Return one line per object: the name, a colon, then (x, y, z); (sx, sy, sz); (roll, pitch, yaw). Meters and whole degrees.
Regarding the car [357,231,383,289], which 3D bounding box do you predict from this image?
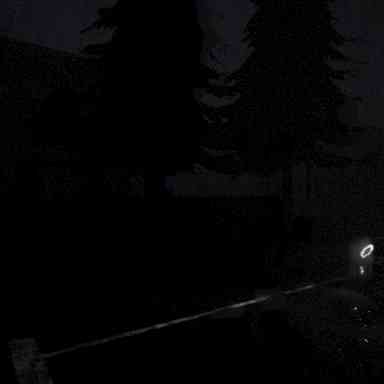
car: (6.158, 1.418, 8.368); (4.553, 1.767, 2.097); (0, 0, -35)
